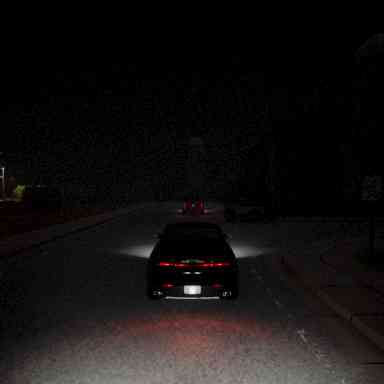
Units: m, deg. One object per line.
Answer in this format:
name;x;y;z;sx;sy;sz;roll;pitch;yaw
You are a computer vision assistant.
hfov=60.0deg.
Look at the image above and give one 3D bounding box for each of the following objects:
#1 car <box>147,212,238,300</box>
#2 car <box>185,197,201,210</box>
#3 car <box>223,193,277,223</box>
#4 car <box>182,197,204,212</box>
car;0.013;1.492;8.353;1.837;1.490;4.892;0;0;0
car;0.131;1.472;43.726;2.033;1.411;5.357;0;0;0
car;4.191;1.116;24.118;1.905;1.878;3.866;-8;4;-42
car;0.121;1.295;33.605;2.097;1.767;4.553;0;0;0
